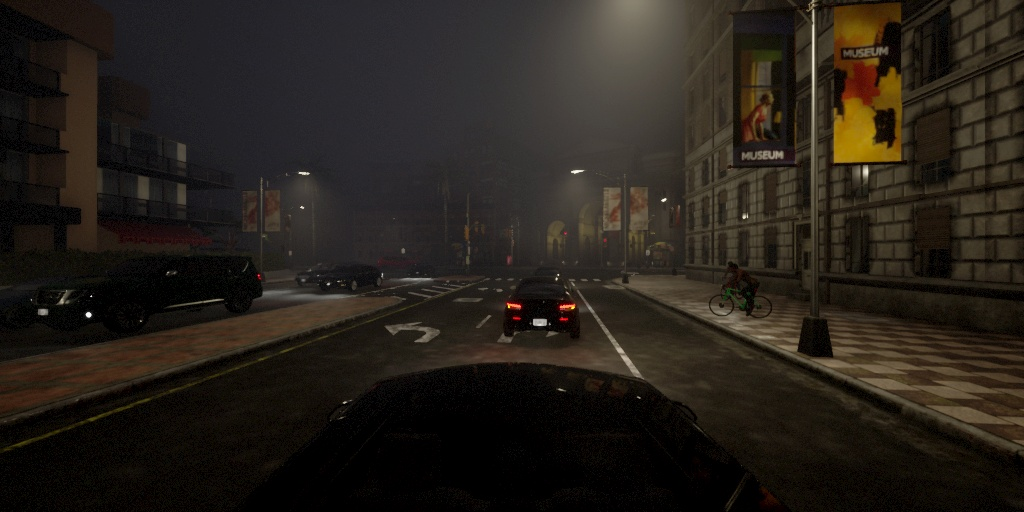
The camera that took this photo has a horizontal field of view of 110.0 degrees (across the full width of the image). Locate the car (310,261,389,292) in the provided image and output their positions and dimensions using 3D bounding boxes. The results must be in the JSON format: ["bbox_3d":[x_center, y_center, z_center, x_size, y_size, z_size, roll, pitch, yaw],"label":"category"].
[{"bbox_3d":[-9.535,1.255,21.580,1.837,1.490,4.892,0,0,7],"label":"car"}]

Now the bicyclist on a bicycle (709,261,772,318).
[{"bbox_3d":[6.854,1.051,10.797,1.656,1.620,0.582,0,0,22],"label":"bicyclist on a bicycle"}]

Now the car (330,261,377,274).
[{"bbox_3d":[-18.501,1.298,41.730,5.357,1.411,2.033,0,0,27],"label":"car"}]

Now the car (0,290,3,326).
[{"bbox_3d":[-14.204,1.297,11.639,2.033,1.411,5.357,0,0,7],"label":"car"}]

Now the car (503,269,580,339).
[{"bbox_3d":[0.877,1.276,10.078,1.812,1.442,4.674,0,0,7],"label":"car"}]

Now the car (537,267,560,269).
[{"bbox_3d":[1.922,1.276,18.921,1.812,1.442,4.674,0,0,7],"label":"car"}]

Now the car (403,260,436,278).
[{"bbox_3d":[-8.425,1.314,33.677,1.994,1.385,4.181,0,0,-2],"label":"car"}]

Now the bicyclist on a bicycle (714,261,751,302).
[{"bbox_3d":[9.272,1.050,15.059,1.656,1.620,0.582,0,0,-28],"label":"bicyclist on a bicycle"}]

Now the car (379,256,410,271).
[{"bbox_3d":[-14.465,0.970,46.242,5.566,2.045,2.150,0,0,7],"label":"car"}]

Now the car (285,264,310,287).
[{"bbox_3d":[-12.712,1.240,24.743,2.128,1.511,4.902,0,0,6],"label":"car"}]

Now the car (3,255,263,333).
[{"bbox_3d":[-10.713,0.971,11.216,2.150,2.045,5.566,0,0,8],"label":"car"}]
